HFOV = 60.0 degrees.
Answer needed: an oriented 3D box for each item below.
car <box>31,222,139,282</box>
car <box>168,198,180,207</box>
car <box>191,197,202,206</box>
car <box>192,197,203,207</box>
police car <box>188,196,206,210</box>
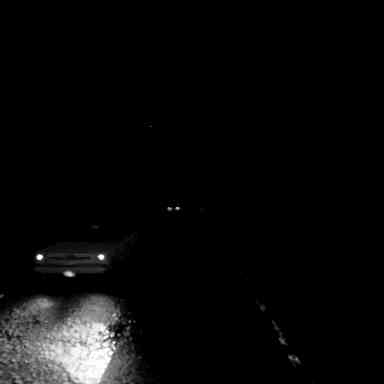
[{"bbox_3d":[-2.850,1.609,9.950,1.895,1.301,4.718,0,0,0],"label":"car"},{"bbox_3d":[-2.809,1.636,53.033,2.033,1.411,5.357,0,0,0],"label":"car"},{"bbox_3d":[0.829,1.613,60.304,1.837,1.490,4.892,0,0,0],"label":"car"},{"bbox_3d":[0.829,1.618,54.304,1.812,1.442,4.674,0,0,0],"label":"car"},{"bbox_3d":[0.828,1.492,44.414,1.930,1.638,5.238,0,0,0],"label":"police car"}]
